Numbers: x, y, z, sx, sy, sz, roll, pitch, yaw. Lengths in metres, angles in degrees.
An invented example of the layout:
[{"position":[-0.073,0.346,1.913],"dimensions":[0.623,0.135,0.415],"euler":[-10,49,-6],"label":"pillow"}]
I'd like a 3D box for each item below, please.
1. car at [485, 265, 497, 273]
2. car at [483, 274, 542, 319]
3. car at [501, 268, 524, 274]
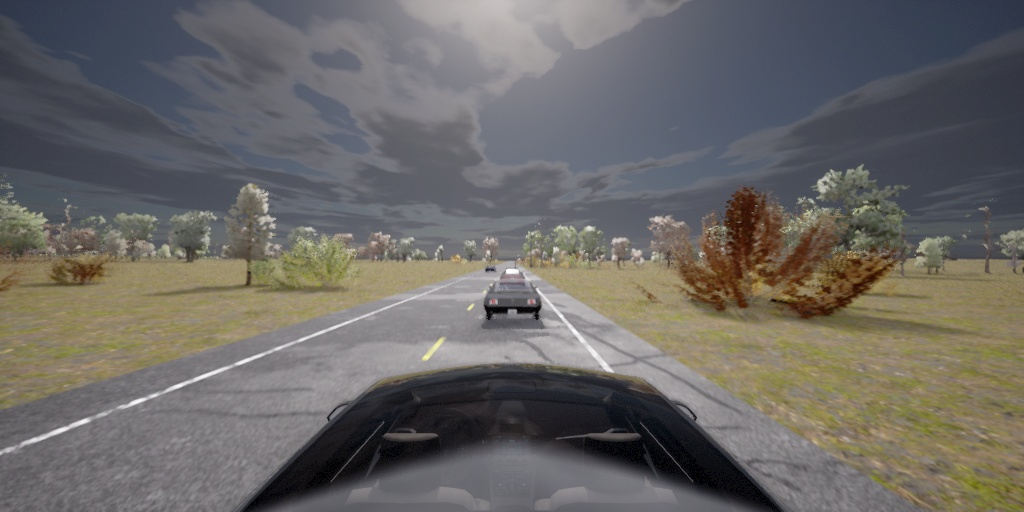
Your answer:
[{"position":[-3.550,2.148,60.376],"dimensions":[1.895,1.301,4.718],"euler":[0,-1,1],"label":"car"},{"position":[0.038,1.509,13.555],"dimensions":[1.895,1.301,4.718],"euler":[0,-1,0],"label":"car"},{"position":[0.044,1.688,29.403],"dimensions":[1.994,1.385,4.181],"euler":[0,-1,0],"label":"car"}]
